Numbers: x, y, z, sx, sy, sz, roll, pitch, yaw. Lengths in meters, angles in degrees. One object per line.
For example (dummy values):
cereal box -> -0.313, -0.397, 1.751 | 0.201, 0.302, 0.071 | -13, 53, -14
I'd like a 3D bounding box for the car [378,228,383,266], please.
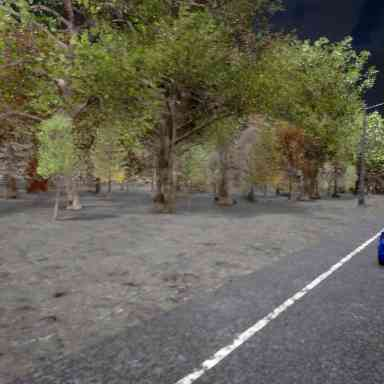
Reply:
car -> 6.977, 1.335, 10.070 | 1.882, 1.535, 5.008 | 3, 2, 37
